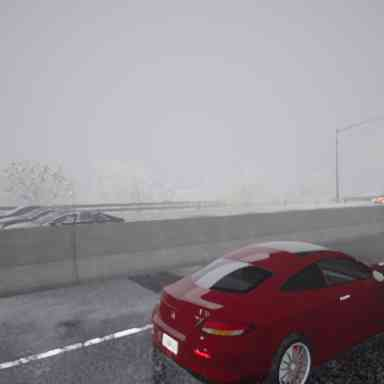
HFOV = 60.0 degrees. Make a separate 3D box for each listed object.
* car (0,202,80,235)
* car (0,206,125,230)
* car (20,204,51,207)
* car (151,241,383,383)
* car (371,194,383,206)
[{"bbox_3d":[-9.215,1.450,18.897,5.008,1.535,1.882,-1,0,-35],"label":"car"},{"bbox_3d":[-5.020,1.463,13.290,4.902,1.511,2.128,-1,0,-35],"label":"car"},{"bbox_3d":[-6.995,1.462,16.180,4.902,1.511,2.128,-1,0,-35],"label":"car"},{"bbox_3d":[1.635,1.492,5.026,4.674,1.442,1.812,-1,0,-35],"label":"car"},{"bbox_3d":[24.913,1.021,42.473,4.553,1.767,2.097,-1,0,-34],"label":"car"}]
